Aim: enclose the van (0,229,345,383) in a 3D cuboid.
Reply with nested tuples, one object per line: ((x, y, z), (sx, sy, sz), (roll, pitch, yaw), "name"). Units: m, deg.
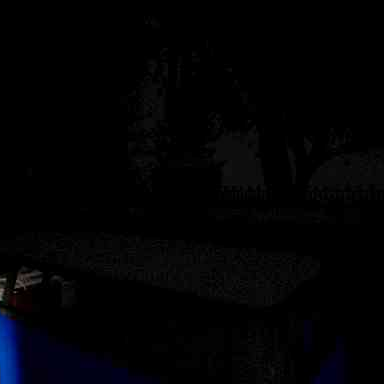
((-0.667, 1.341, 3.188), (3.998, 1.788, 1.690), (0, 0, 35), "van")
